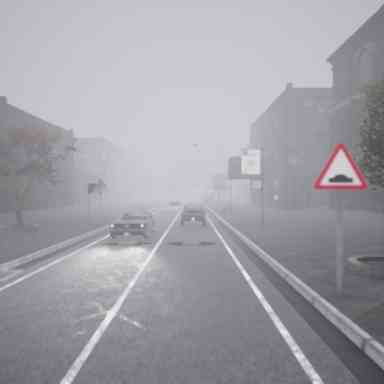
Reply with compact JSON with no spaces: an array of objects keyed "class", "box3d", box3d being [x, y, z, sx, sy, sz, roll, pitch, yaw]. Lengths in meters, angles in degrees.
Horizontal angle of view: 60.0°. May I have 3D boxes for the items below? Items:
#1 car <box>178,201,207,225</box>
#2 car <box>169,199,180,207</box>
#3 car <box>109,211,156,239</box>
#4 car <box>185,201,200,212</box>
[{"class":"car","box3d":[0.082,1.674,25.812,1.837,1.490,4.892,0,0,0]},{"class":"car","box3d":[-3.058,1.918,59.433,1.895,1.301,4.718,0,0,1]},{"class":"car","box3d":[-3.107,1.718,18.089,1.895,1.301,4.718,0,0,0]},{"class":"car","box3d":[0.065,1.869,44.226,1.895,1.301,4.718,0,0,0]}]
